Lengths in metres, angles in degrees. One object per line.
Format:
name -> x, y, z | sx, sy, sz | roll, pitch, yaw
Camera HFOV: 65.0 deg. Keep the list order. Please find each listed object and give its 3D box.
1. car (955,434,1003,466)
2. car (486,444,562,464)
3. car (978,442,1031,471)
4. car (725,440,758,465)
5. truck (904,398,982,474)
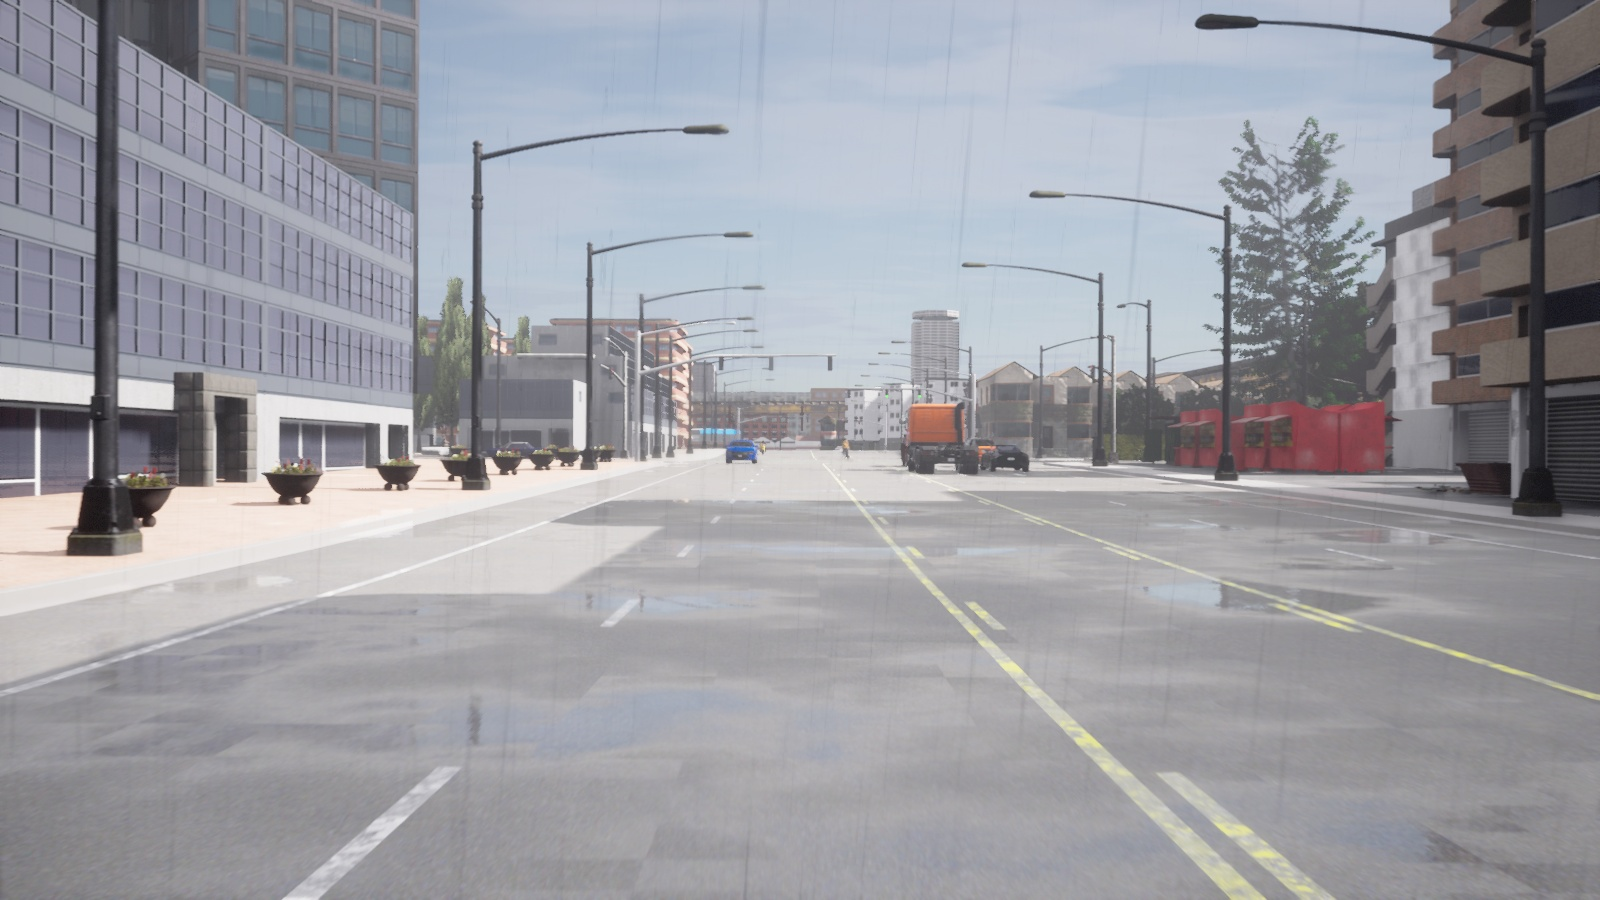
car -> 10.319, -0.003, 72.817 | 2.097, 1.767, 4.553 | 0, 0, 0
car -> -18.572, 0.269, 84.625 | 4.718, 1.301, 1.895 | 0, 0, 0
car -> 10.343, 0.300, 63.714 | 1.994, 1.385, 4.181 | 0, 1, 0
car -> -3.697, 0.122, 79.930 | 1.882, 1.535, 5.008 | 0, 0, 0
truck -> 6.846, -0.697, 61.123 | 2.891, 3.462, 7.936 | 0, 1, 0
